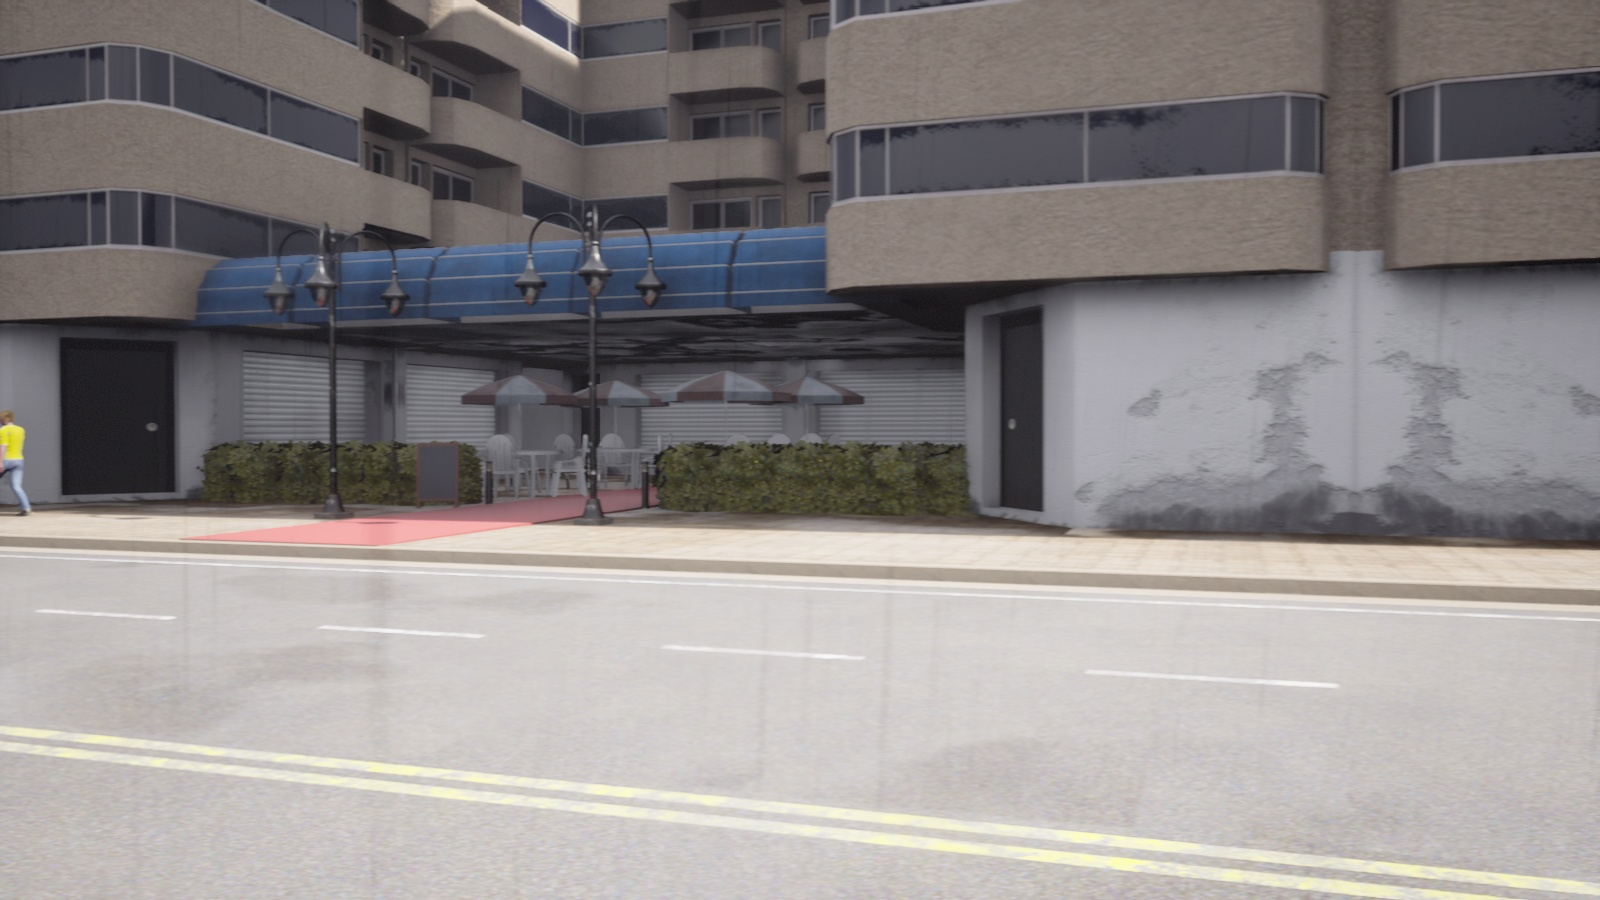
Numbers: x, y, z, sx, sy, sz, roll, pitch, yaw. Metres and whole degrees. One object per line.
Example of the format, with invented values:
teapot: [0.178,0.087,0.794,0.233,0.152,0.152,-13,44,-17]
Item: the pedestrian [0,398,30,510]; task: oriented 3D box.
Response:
pedestrian: [-13.223,0.066,20.856,0.706,1.836,0.354,1,1,15]
